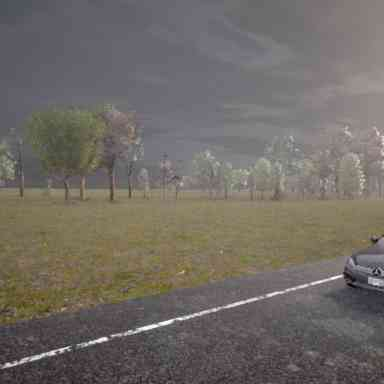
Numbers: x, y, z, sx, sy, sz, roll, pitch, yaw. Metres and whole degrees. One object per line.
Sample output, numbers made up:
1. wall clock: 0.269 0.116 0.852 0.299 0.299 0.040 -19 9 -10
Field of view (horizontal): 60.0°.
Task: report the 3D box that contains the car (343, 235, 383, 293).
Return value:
1. car: 5.554 1.526 7.973 4.674 1.442 1.812 0 0 -36
